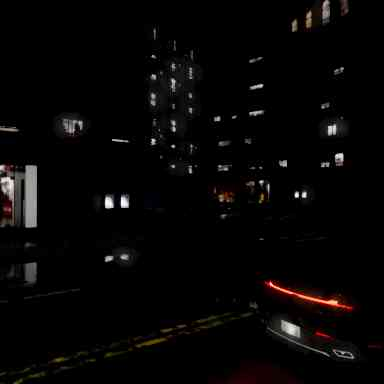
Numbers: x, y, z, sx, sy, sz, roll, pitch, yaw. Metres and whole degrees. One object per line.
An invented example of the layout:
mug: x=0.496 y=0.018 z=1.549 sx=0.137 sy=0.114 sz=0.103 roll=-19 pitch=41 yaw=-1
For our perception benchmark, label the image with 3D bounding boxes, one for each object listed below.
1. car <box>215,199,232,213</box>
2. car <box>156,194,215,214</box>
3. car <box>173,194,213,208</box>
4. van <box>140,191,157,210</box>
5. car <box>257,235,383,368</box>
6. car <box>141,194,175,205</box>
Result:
car: x=1.447 y=1.129 z=30.938 sx=4.674 sy=1.442 sz=1.812 roll=1 pitch=1 yaw=37
car: x=-0.585 y=1.137 z=29.243 sx=4.403 sy=1.369 sz=2.008 roll=1 pitch=0 yaw=37
car: x=0.069 y=1.041 z=39.241 sx=4.403 sy=1.369 sz=2.008 roll=1 pitch=0 yaw=37
van: x=-4.993 y=0.817 z=32.568 sx=3.998 sy=1.788 sz=1.690 roll=1 pitch=0 yaw=37
car: x=3.260 y=1.507 z=5.639 sx=4.892 sy=1.490 sz=1.837 roll=0 pitch=0 yaw=-35
car: x=-4.345 y=0.961 z=42.564 sx=4.206 sy=1.307 sz=1.802 roll=1 pitch=0 yaw=37
